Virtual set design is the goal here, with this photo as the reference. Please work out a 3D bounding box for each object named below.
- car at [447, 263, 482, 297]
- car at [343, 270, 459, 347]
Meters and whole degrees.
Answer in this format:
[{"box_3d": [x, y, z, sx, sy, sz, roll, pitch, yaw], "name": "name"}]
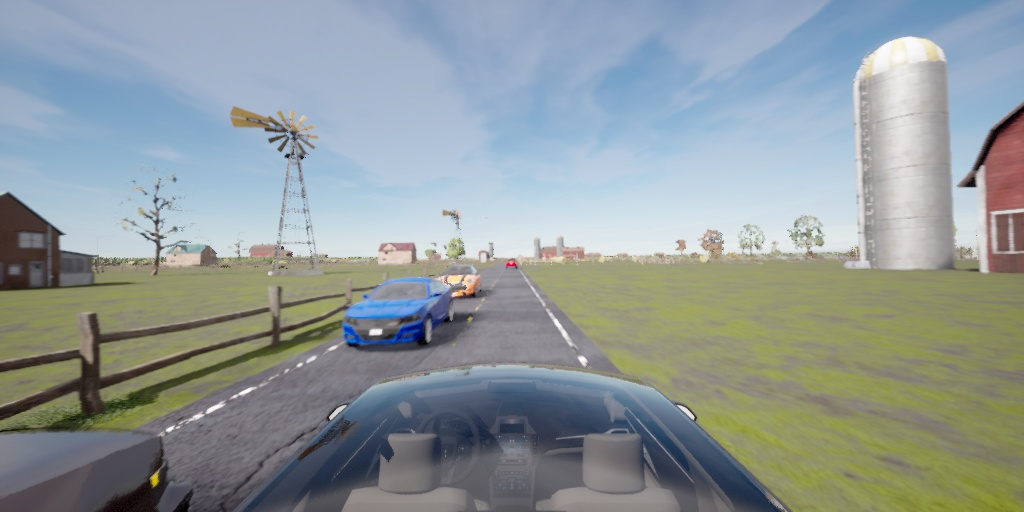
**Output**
[{"box_3d": [-2.884, 1.289, 20.045, 2.097, 1.767, 4.553, -1, 0, 0], "name": "car"}, {"box_3d": [-2.884, 1.349, 10.058, 1.882, 1.535, 5.008, -1, 0, 0], "name": "car"}]
